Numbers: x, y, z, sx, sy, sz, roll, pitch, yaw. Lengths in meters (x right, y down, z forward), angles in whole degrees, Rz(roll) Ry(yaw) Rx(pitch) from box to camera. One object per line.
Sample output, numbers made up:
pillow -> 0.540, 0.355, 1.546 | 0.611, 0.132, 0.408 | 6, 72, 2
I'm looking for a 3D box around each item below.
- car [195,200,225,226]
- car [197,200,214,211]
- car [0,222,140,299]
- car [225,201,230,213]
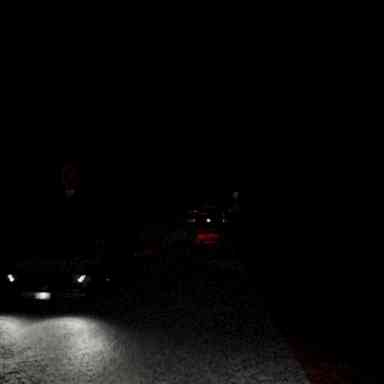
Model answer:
car -> 1.302, 1.615, 24.184 | 1.837, 1.490, 4.892 | 0, 0, 5
car -> 2.107, 1.984, 50.086 | 1.882, 1.535, 5.008 | 1, -1, 11
car -> -2.671, 1.547, 8.838 | 2.033, 1.411, 5.357 | 0, 0, 2
car -> 3.705, 1.877, 42.461 | 2.128, 1.511, 4.902 | 0, -1, 9
